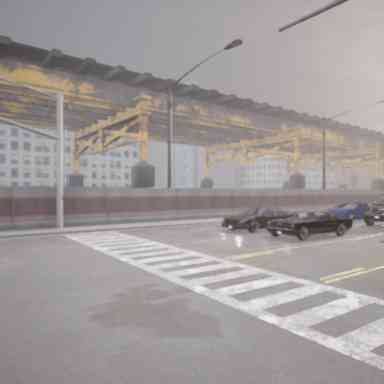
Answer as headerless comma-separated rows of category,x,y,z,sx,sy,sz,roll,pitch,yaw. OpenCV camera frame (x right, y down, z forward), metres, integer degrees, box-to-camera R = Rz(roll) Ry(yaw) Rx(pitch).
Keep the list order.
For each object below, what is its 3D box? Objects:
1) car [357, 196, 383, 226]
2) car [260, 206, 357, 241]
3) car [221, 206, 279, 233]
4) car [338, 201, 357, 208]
car,13.828,1.222,22.444,5.566,2.045,2.150,0,0,-35
car,5.982,1.601,16.870,4.718,1.301,1.895,0,0,-33
car,4.292,1.548,19.950,5.357,1.411,2.033,0,0,-35
car,12.348,1.478,25.686,5.008,1.535,1.882,0,0,-35
